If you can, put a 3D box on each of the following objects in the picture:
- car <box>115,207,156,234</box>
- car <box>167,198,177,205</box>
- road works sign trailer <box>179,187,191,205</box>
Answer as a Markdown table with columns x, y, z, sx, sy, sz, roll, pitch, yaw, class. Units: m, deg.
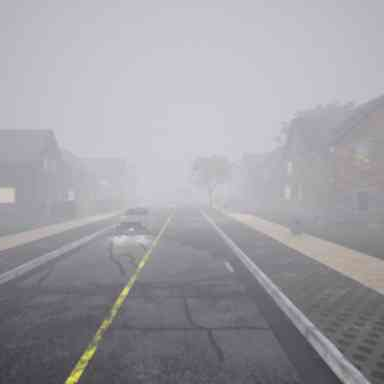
| x | y | z | sx | sy | sz | roll | pitch | yaw | class |
| --- | --- | --- | --- | --- | --- | --- | --- | --- | --- |
| -3.254 | 1.609 | 20.215 | 2.033 | 1.411 | 5.357 | 0 | 0 | -1 | car |
| -4.221 | 1.936 | 70.103 | 2.128 | 1.511 | 4.902 | 0 | -1 | -1 | car |
| -1.385 | 0.814 | 64.939 | 2.380 | 3.560 | 2.880 | -1 | 0 | -1 | road works sign trailer |
